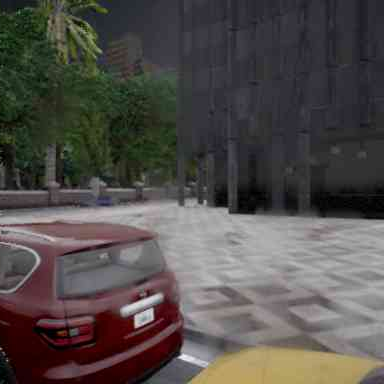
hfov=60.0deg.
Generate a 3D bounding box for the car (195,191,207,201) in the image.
[{"bbox_3d":[3.060,0.591,52.131,1.812,1.442,4.674,0,1,37],"label":"car"}]

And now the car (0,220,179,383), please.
[{"bbox_3d":[-2.430,1.334,4.656,5.009,1.841,2.192,0,0,35],"label":"car"}]

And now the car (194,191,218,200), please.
[{"bbox_3d":[2.440,0.528,56.589,1.812,1.442,4.674,0,1,36],"label":"car"}]

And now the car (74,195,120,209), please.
[{"bbox_3d":[-10.739,1.073,38.083,2.033,1.411,5.357,0,1,35],"label":"car"}]

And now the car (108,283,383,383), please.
[{"bbox_3d":[1.928,1.521,1.608,4.829,1.417,1.752,0,0,35],"label":"car"}]
